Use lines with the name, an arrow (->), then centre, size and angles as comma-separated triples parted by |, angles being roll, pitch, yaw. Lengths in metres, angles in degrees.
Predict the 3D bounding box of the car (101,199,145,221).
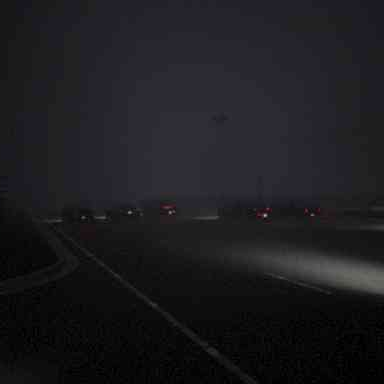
car -> -5.676, 1.542, 26.949 | 1.994, 1.385, 4.181 | -1, 0, -28

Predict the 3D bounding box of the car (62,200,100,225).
car -> -8.575, 1.573, 24.952 | 1.812, 1.442, 4.674 | -1, 0, -28

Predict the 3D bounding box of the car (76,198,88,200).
car -> -14.321, 1.583, 43.033 | 1.837, 1.490, 4.892 | -1, 1, -28

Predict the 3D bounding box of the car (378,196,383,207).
car -> 21.384, 0.610, 32.658 | 5.566, 2.045, 2.150 | -1, 0, 2

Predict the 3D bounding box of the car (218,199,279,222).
car -> 3.718, 1.302, 24.252 | 1.837, 1.490, 4.892 | -1, 1, -28

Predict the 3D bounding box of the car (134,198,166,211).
car -> -5.240, 1.448, 40.920 | 2.033, 1.411, 5.357 | -1, 0, -28

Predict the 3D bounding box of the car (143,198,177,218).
car -> -2.933, 1.416, 29.232 | 1.837, 1.490, 4.892 | -1, 1, -28

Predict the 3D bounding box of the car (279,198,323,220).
car -> 7.286, 1.320, 25.008 | 1.895, 1.301, 4.718 | -1, 0, -28

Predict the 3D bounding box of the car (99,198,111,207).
car -> -11.785, 1.538, 45.691 | 1.812, 1.442, 4.674 | -1, 0, -28

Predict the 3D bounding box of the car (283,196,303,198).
car -> 10.125, 1.137, 34.977 | 4.674, 1.442, 1.812 | -1, 0, 21
